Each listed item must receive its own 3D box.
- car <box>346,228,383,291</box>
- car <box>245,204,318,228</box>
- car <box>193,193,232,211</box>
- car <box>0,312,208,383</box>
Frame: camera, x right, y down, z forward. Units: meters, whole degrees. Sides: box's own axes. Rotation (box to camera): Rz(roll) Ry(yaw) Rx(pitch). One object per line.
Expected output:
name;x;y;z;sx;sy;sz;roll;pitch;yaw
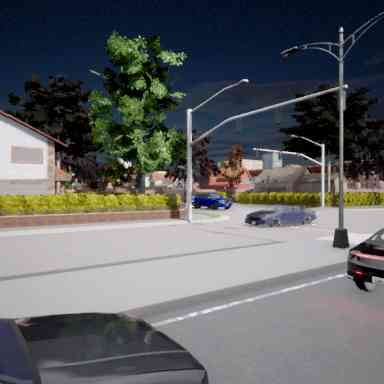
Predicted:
car;5.549;1.473;7.694;4.902;1.511;2.128;0;0;-35
car;5.960;1.492;21.733;5.357;1.411;2.033;0;0;-34
car;2.403;1.119;40.390;2.150;2.045;5.566;0;0;-36
car;-2.390;1.543;2.040;5.357;1.411;2.033;0;0;-36
